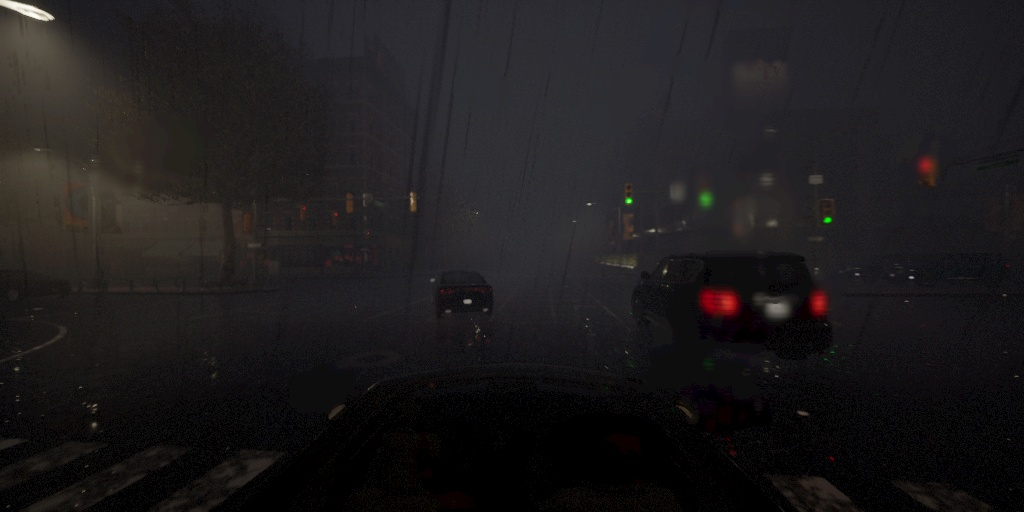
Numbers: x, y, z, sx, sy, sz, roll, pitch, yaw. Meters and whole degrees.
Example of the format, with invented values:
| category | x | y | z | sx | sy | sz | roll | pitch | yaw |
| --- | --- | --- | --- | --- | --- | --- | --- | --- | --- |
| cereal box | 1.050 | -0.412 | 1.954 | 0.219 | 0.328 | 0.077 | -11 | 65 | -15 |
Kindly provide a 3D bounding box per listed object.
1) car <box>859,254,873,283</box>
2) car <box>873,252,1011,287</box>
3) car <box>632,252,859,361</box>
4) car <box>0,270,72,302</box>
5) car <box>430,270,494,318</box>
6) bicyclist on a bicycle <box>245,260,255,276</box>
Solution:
| category | x | y | z | sx | sy | sz | roll | pitch | yaw |
| --- | --- | --- | --- | --- | --- | --- | --- | --- | --- |
| car | 26.098 | 0.800 | 25.093 | 5.566 | 2.045 | 2.150 | 0 | 0 | 5 |
| car | 25.958 | 0.797 | 21.579 | 5.566 | 2.045 | 2.150 | 0 | 0 | 7 |
| car | 4.467 | 0.944 | 8.388 | 2.150 | 2.045 | 5.566 | 0 | 0 | 5 |
| car | -25.200 | 1.434 | 18.093 | 5.008 | 1.535 | 1.882 | 0 | 0 | 5 |
| car | -1.980 | 1.255 | 13.424 | 1.882 | 1.535 | 5.008 | 0 | 0 | -14 |
| bicyclist on a bicycle | -27.661 | 1.296 | 37.886 | 0.582 | 1.620 | 1.656 | 0 | 0 | 5 |
